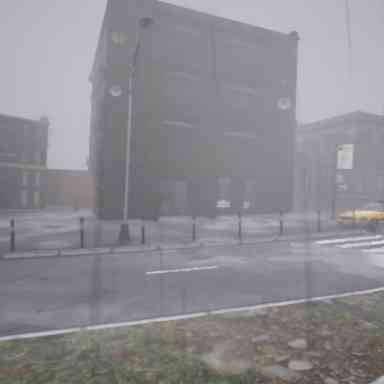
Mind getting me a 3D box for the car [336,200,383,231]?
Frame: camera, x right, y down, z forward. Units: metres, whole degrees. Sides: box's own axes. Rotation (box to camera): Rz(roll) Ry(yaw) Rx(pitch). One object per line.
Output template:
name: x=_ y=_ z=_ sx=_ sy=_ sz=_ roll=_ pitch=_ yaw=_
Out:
car: x=10.664 y=1.254 z=18.939 sx=5.366 sy=1.575 sz=1.946 roll=-1 pitch=0 yaw=-25
